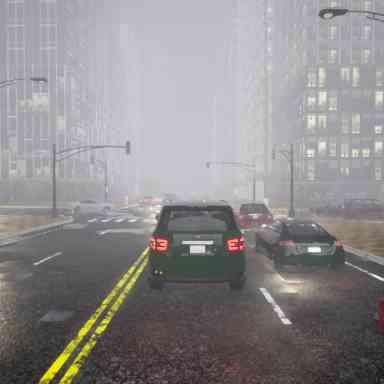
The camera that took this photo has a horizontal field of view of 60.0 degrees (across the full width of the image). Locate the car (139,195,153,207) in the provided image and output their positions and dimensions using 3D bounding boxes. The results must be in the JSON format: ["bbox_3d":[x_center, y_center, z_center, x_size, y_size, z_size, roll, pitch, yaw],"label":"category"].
[{"bbox_3d":[-6.562,1.318,49.986,2.097,1.767,4.553,0,0,1],"label":"car"}]

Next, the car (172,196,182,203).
[{"bbox_3d":[-3.163,1.535,71.636,1.895,1.301,4.718,0,0,0],"label":"car"}]

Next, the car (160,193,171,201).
[{"bbox_3d":[-6.403,1.153,79.800,2.150,2.045,5.566,0,0,0],"label":"car"}]

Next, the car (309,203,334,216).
[{"bbox_3d":[14.308,1.745,33.068,4.718,1.301,1.895,0,1,1],"label":"car"}]

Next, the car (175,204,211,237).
[{"bbox_3d":[0.120,1.516,18.900,1.812,1.442,4.674,0,0,2],"label":"car"}]

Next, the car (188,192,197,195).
[{"bbox_3d":[0.100,1.442,81.675,1.812,1.442,4.674,0,0,0],"label":"car"}]

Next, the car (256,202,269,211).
[{"bbox_3d":[3.374,1.342,19.762,2.097,1.767,4.553,0,0,0],"label":"car"}]

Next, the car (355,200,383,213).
[{"bbox_3d":[21.857,1.642,38.727,4.829,1.417,1.752,1,0,1],"label":"car"}]

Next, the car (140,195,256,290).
[{"bbox_3d":[0.113,1.218,9.218,2.150,2.045,5.566,0,0,0],"label":"car"}]

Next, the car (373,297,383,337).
[{"bbox_3d":[3.353,1.600,2.323,1.895,1.301,4.718,0,0,0],"label":"car"}]

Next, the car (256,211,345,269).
[{"bbox_3d":[3.364,1.559,11.148,1.994,1.385,4.181,0,0,0],"label":"car"}]

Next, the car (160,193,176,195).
[{"bbox_3d":[-3.300,1.185,51.771,2.150,2.045,5.566,0,0,-1],"label":"car"}]

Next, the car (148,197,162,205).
[{"bbox_3d":[-6.500,1.556,58.976,1.895,1.301,4.718,0,0,0],"label":"car"}]

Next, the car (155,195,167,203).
[{"bbox_3d":[-6.416,1.420,69.230,1.882,1.535,5.008,0,0,0],"label":"car"}]

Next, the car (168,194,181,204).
[{"bbox_3d":[-3.238,1.304,61.583,2.097,1.767,4.553,0,0,0],"label":"car"}]

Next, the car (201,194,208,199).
[{"bbox_3d":[3.363,1.219,91.670,1.882,1.535,5.008,0,0,0],"label":"car"}]

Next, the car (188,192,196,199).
[{"bbox_3d":[0.112,0.967,91.704,2.150,2.045,5.566,0,0,0],"label":"car"}]

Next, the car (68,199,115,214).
[{"bbox_3d":[-10.290,1.439,34.220,4.674,1.442,1.812,0,1,-9],"label":"car"}]

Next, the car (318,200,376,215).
[{"bbox_3d":[16.767,1.662,36.224,5.357,1.411,2.033,0,1,1],"label":"car"}]

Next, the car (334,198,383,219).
[{"bbox_3d":[16.238,1.519,30.447,5.009,1.841,2.192,1,0,1],"label":"car"}]
